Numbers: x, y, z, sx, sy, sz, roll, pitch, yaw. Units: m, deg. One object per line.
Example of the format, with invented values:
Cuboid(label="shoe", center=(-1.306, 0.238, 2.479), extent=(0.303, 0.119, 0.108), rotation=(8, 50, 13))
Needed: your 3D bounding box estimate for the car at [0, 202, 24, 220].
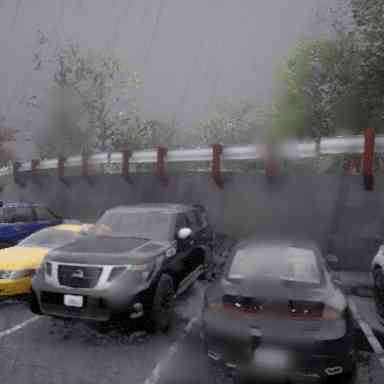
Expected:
Cuboid(label="car", center=(-5.883, 1.354, 11.111), extent=(2.435, 2.045, 5.566), rotation=(-1, -1, 15))

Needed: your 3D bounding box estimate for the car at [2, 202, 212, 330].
Cuboid(label="car", center=(-0.986, 1.289, 7.537), extent=(2.435, 2.045, 5.566), rotation=(0, -1, 16))

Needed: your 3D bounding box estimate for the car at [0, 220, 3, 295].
Cuboid(label="car", center=(-3.478, 1.566, 9.141), extent=(1.946, 1.575, 5.366), rotation=(0, -1, 16))

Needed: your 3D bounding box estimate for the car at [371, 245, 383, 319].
Cuboid(label="car", center=(3.954, 1.225, 4.082), extent=(2.435, 2.045, 5.566), rotation=(-1, -1, 15))

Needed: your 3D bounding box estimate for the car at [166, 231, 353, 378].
Cuboid(label="car", center=(1.471, 1.509, 5.800), extent=(2.231, 1.521, 4.892), rotation=(-1, -1, 16))
